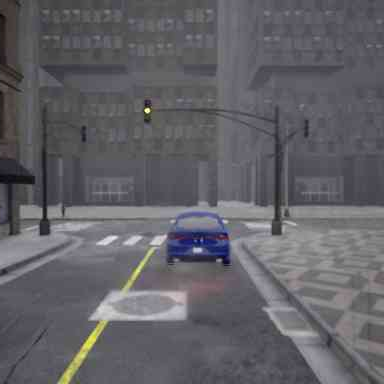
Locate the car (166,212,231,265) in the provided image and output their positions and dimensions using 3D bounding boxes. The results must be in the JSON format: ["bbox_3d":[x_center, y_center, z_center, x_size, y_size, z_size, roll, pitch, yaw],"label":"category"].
[{"bbox_3d":[0.245,1.408,11.438,1.882,1.535,5.008,0,0,2],"label":"car"}]

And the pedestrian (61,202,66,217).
[{"bbox_3d":[-9.889,1.376,25.636,0.500,1.100,0.500,0,0,1],"label":"pedestrian"}]
